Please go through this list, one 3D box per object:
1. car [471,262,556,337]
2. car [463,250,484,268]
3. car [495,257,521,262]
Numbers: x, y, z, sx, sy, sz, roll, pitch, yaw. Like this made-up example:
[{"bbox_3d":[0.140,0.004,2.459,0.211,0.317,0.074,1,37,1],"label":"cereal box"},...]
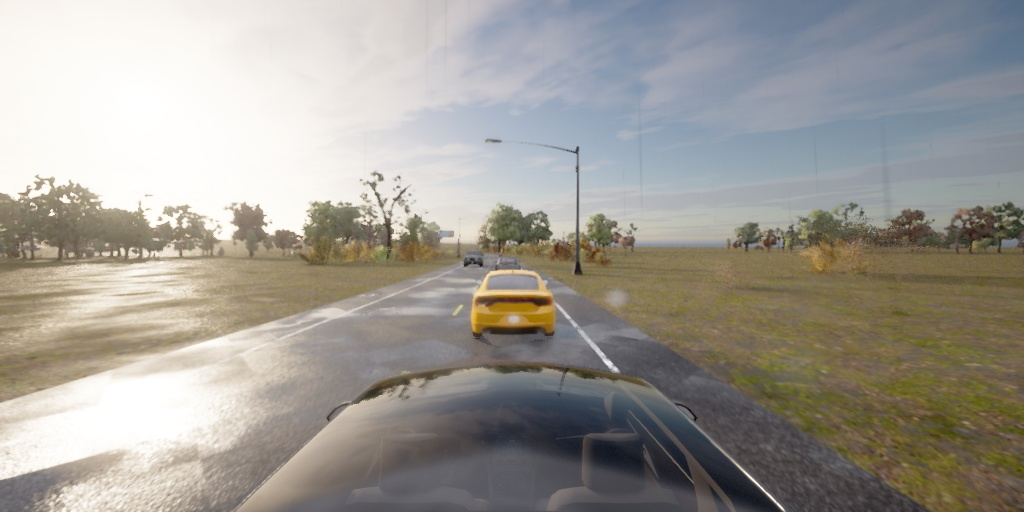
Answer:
[{"bbox_3d":[0.014,1.090,9.790,1.882,1.535,5.008,0,1,-1],"label":"car"},{"bbox_3d":[-4.545,0.266,42.940,2.150,2.045,5.566,0,1,-2],"label":"car"},{"bbox_3d":[-0.325,0.793,27.904,2.128,1.511,4.902,0,1,-1],"label":"car"}]
